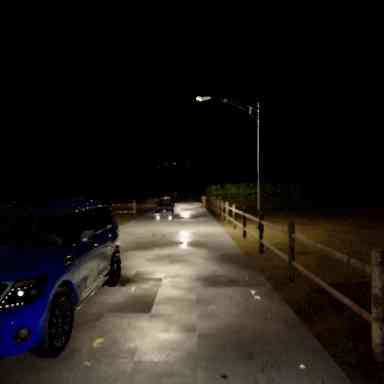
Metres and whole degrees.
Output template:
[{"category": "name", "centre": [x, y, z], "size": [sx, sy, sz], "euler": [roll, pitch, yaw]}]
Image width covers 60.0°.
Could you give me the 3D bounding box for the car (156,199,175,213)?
[{"category": "car", "centre": [-2.771, 1.515, 35.956], "size": [2.033, 1.411, 5.357], "euler": [0, 0, 0]}]

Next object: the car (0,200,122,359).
[{"category": "car", "centre": [-2.843, 1.198, 6.330], "size": [2.150, 2.045, 5.566], "euler": [0, 0, 0]}]
